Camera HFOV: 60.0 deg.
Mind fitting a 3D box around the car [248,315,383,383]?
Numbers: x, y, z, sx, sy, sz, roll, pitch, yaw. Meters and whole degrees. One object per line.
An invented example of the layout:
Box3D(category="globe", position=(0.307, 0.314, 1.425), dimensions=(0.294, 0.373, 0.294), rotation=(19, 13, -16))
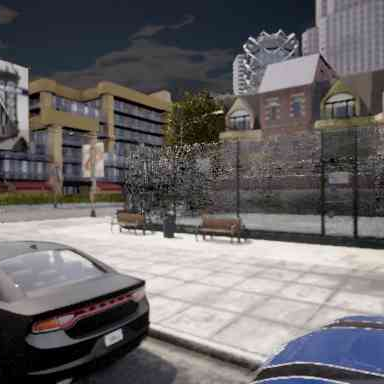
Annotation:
Box3D(category="car", position=(2.407, 1.347, 1.591), dimensions=(4.553, 1.767, 2.185), rotation=(0, 0, 35))

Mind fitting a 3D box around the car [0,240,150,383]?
Box3D(category="car", position=(-2.914, 1.515, 5.193), dimensions=(5.008, 1.535, 2.097), rotation=(0, 0, 35))
